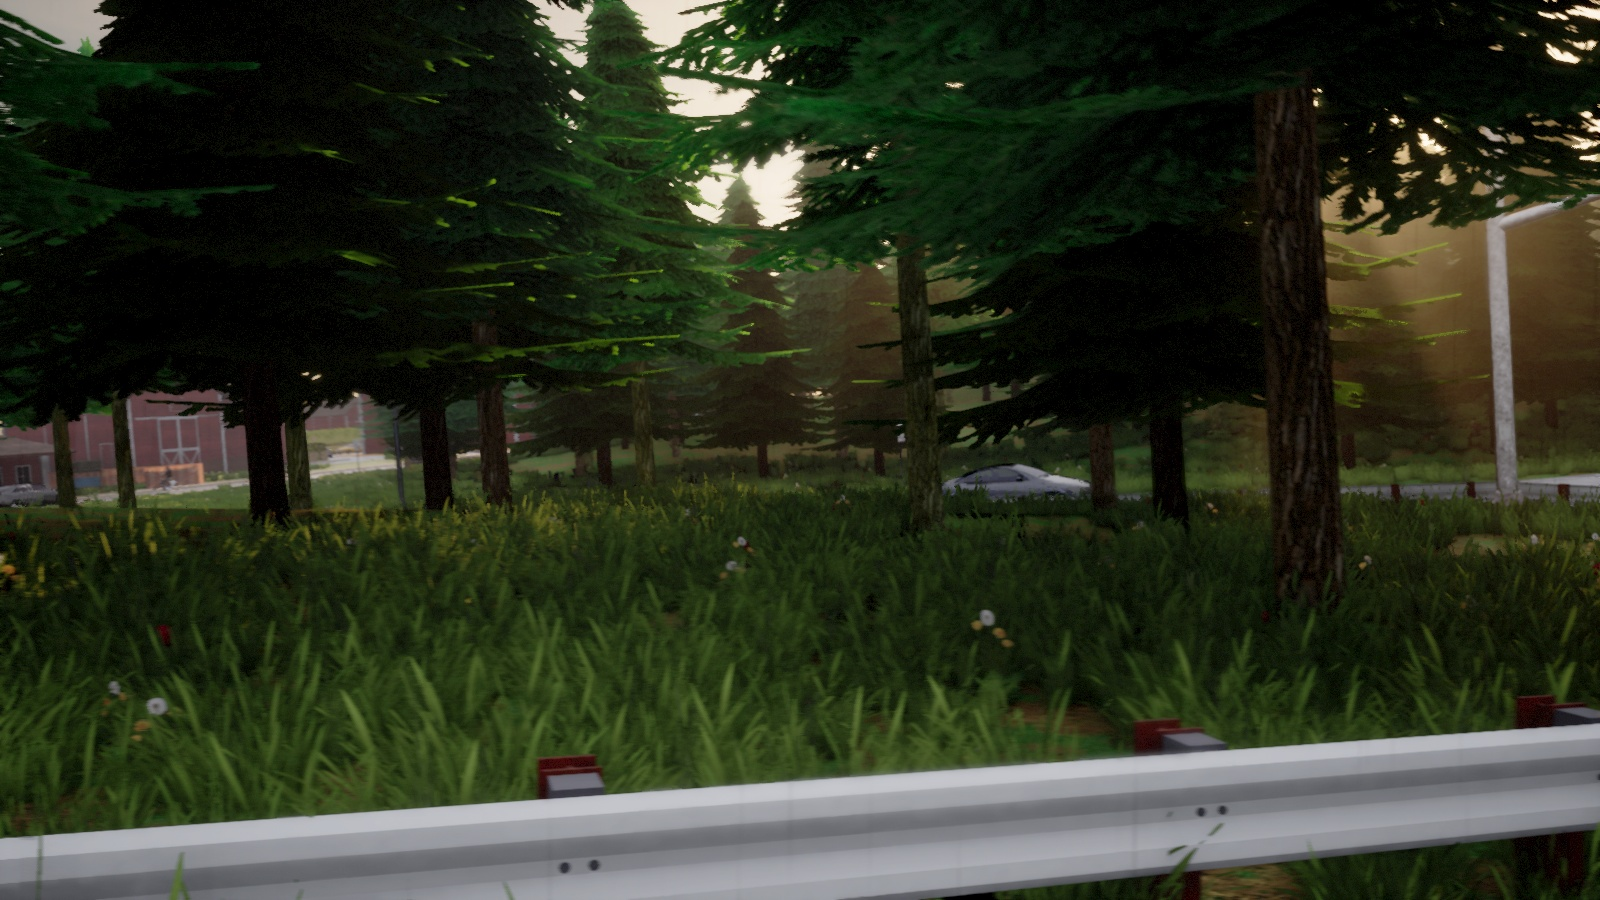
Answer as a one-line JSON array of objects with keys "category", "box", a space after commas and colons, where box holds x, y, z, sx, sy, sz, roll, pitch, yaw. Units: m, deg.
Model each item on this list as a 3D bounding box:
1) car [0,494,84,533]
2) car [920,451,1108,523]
[{"category": "car", "box": [-42.305, 3.500, 68.802, 2.128, 1.511, 4.902, -4, 2, 23]}, {"category": "car", "box": [5.364, 0.921, 31.389, 4.181, 1.385, 1.994, -4, 2, 23]}]
